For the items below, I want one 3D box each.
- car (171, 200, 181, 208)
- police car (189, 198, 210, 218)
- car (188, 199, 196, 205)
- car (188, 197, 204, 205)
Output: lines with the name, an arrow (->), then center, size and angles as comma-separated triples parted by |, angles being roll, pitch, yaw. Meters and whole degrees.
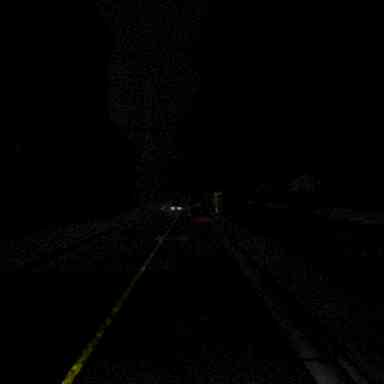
car -> -3.043, 2.286, 64.971 | 2.033, 1.411, 5.357 | 0, -1, 0
police car -> 0.882, 1.805, 35.089 | 1.930, 1.638, 5.238 | 0, -1, 0
car -> -0.043, 2.476, 84.980 | 1.994, 1.385, 4.181 | 0, -1, 0
car -> 0.877, 1.721, 45.010 | 2.150, 2.045, 5.566 | 0, -1, 0
